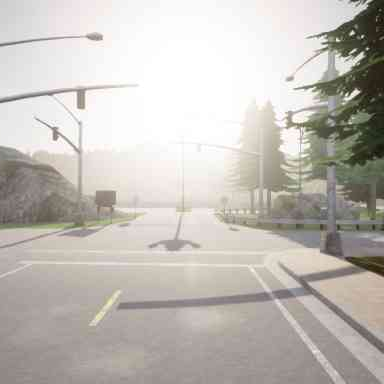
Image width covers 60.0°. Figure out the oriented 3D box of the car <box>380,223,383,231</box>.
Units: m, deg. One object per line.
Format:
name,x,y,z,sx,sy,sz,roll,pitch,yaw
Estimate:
car,15.040,2.057,21.130,5.357,1.411,2.033,0,-1,-2
